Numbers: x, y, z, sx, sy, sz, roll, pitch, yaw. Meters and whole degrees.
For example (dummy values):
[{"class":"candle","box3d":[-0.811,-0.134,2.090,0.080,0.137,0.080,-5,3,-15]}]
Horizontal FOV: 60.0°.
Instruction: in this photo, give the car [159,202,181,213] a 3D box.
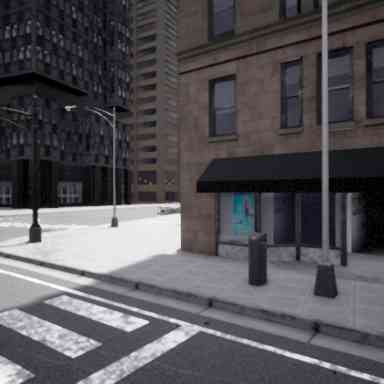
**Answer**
[{"class":"car","box3d":[-2.146,1.920,40.846,1.895,1.301,4.718,0,-1,21]}]
